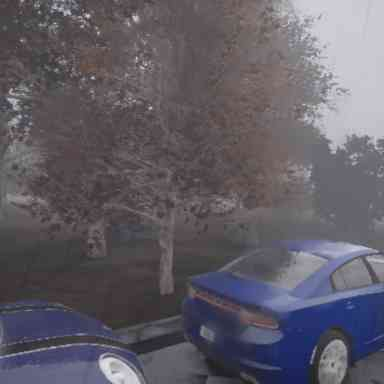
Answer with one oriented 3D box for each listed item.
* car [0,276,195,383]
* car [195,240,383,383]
[{"bbox_3d":[-2.494,1.358,2.034,4.553,1.767,2.185,0,-1,-35],"label":"car"},{"bbox_3d":[2.216,1.510,5.256,5.008,1.535,2.097,1,0,-35],"label":"car"}]
